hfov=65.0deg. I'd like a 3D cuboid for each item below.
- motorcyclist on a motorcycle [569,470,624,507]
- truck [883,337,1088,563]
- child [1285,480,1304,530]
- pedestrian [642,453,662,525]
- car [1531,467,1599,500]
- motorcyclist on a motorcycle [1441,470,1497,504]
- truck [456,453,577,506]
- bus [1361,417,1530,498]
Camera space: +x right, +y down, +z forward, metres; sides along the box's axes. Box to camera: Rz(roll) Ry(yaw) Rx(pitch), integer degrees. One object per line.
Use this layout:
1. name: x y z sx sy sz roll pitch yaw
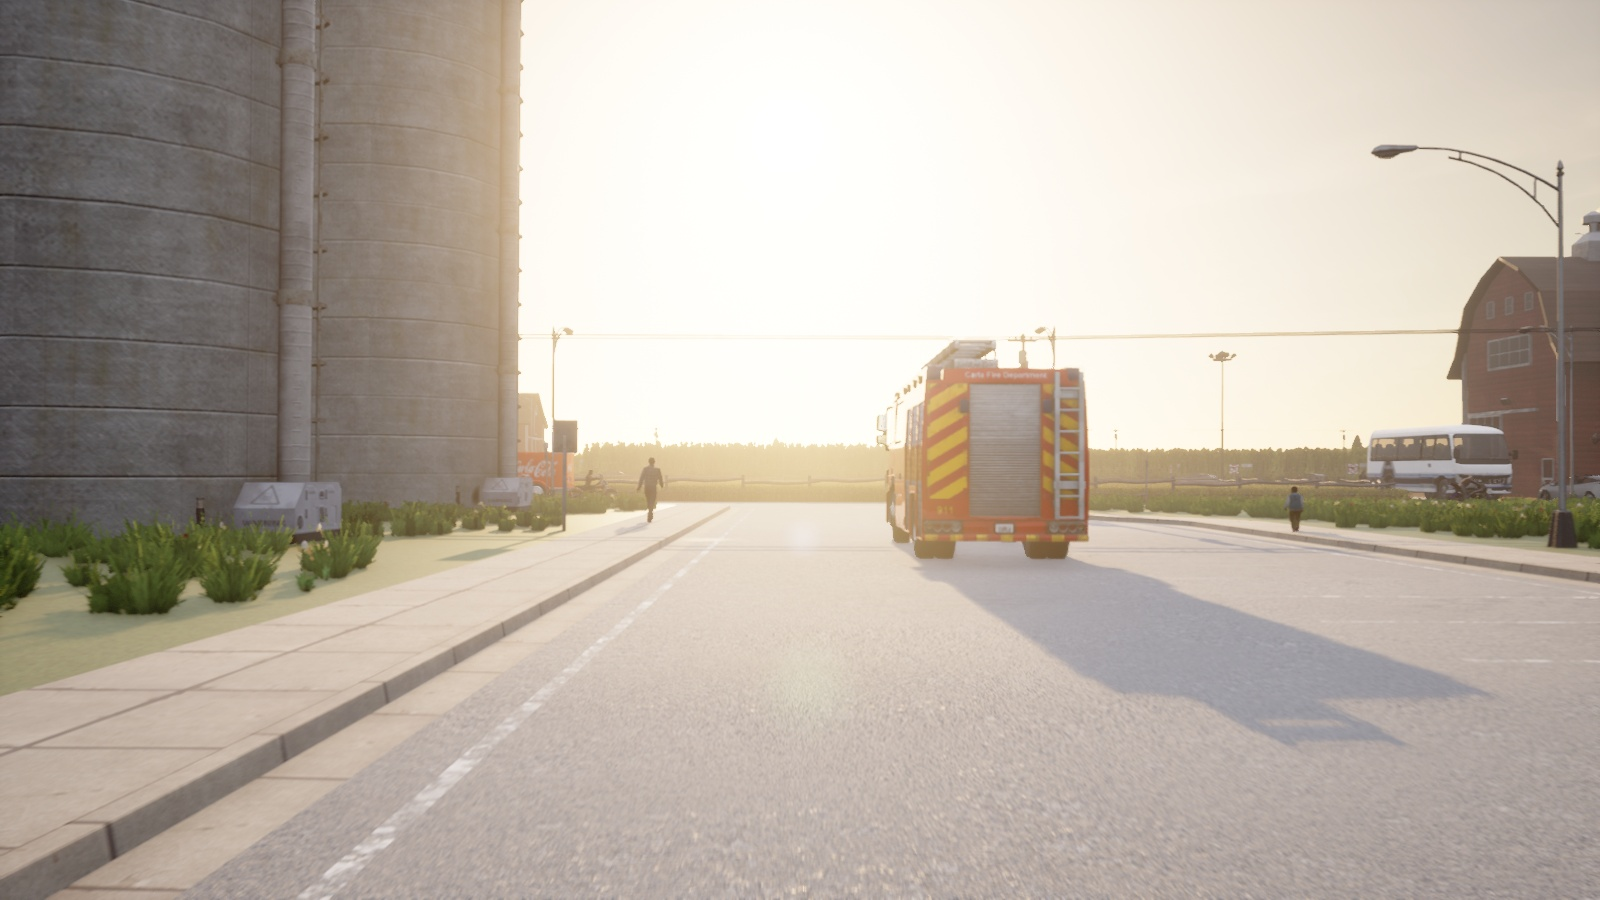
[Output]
1. motorcyclist on a motorcycle: -9.301 1.764 57.450 2.350 1.649 0.766 0 -1 1
2. truck: 3.435 0.065 25.617 2.891 3.827 8.468 0 -1 0
3. child: 11.838 1.306 30.067 0.343 1.192 0.448 0 -1 11
4. pedestrian: -4.039 1.060 34.305 0.423 1.949 0.788 0 -1 3
5. car: 38.058 1.623 61.062 2.007 1.525 4.514 0 -1 -7
6. motorcyclist on a motorcycle: 30.700 1.681 57.630 2.191 1.530 0.866 0 -1 -13
7. truck: -13.713 1.412 61.017 5.204 2.467 2.627 0 -1 1
8. bus: 36.267 0.485 71.183 3.944 4.253 10.273 0 -1 -2
